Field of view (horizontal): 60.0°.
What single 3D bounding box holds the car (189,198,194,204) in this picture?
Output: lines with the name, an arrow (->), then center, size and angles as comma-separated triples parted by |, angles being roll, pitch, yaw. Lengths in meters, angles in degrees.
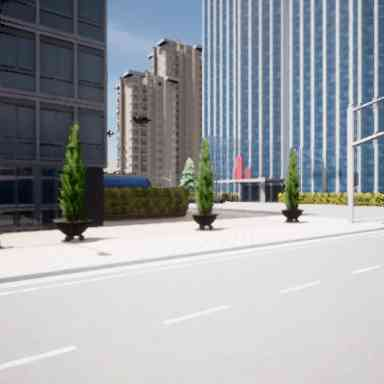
car -> 1.113, 1.467, 61.031 | 1.837, 1.490, 4.892 | 0, 0, -35

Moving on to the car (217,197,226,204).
car -> 4.066, 1.506, 62.916 | 2.033, 1.411, 5.357 | 0, 0, -35
